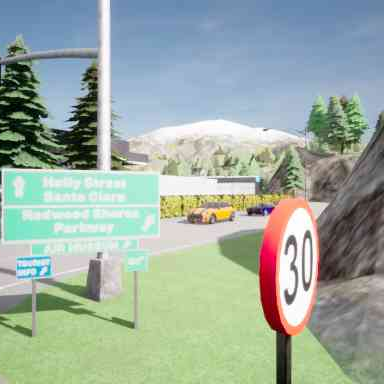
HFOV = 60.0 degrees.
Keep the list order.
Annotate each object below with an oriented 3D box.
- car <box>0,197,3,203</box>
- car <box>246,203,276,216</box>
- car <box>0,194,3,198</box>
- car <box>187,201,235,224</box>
[{"bbox_3d":[-12.400,1.505,26.036,1.905,1.878,3.866,0,0,35],"label":"car"},{"bbox_3d":[7.486,1.792,34.833,1.895,1.301,4.718,0,0,36],"label":"car"},{"bbox_3d":[-38.661,1.489,69.944,4.514,1.523,2.007,0,0,35],"label":"car"},{"bbox_3d":[1.584,1.544,26.704,2.097,1.767,4.553,0,0,36],"label":"car"}]
